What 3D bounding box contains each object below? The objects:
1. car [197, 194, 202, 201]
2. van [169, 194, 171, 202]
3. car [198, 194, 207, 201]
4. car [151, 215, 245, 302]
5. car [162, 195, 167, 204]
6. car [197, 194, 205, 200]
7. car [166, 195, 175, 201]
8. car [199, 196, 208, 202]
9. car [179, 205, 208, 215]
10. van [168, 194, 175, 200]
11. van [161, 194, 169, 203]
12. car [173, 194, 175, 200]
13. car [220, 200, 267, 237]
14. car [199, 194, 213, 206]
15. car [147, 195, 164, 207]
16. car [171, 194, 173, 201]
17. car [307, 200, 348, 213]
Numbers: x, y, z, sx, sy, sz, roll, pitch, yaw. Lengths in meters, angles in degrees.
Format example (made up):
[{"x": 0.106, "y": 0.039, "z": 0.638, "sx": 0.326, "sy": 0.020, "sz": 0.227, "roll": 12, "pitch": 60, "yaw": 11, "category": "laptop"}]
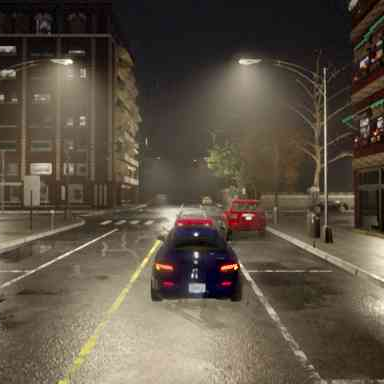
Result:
[{"x": 2.586, "y": 1.590, "z": 72.735, "sx": 2.008, "sy": 1.369, "sz": 4.403, "roll": 1, "pitch": 0, "yaw": 0, "category": "car"}, {"x": -5.781, "y": 1.376, "z": 67.191, "sx": 1.690, "sy": 1.788, "sz": 3.998, "roll": 1, "pitch": 0, "yaw": 0, "category": "van"}, {"x": 2.572, "y": 1.365, "z": 83.812, "sx": 2.192, "sy": 1.841, "sz": 5.009, "roll": 1, "pitch": 0, "yaw": 0, "category": "car"}, {"x": 0.088, "y": 1.527, "z": 8.156, "sx": 1.812, "sy": 1.442, "sz": 4.674, "roll": 0, "pitch": 0, "yaw": 0, "category": "car"}, {"x": -5.768, "y": 1.608, "z": 56.113, "sx": 1.802, "sy": 1.307, "sz": 4.206, "roll": 1, "pitch": 0, "yaw": 0, "category": "car"}, {"x": 2.554, "y": 1.377, "z": 94.887, "sx": 2.192, "sy": 1.841, "sz": 5.009, "roll": 1, "pitch": 0, "yaw": 0, "category": "car"}, {"x": -5.821, "y": 1.607, "z": 89.345, "sx": 2.008, "sy": 1.369, "sz": 4.403, "roll": 1, "pitch": 0, "yaw": 0, "category": "car"}, {"x": 2.577, "y": 1.611, "z": 78.274, "sx": 1.947, "sy": 1.339, "sz": 4.313, "roll": 1, "pitch": 0, "yaw": 0, "category": "car"}, {"x": 0.071, "y": 1.605, "z": 17.900, "sx": 1.895, "sy": 1.301, "sz": 4.718, "roll": 0, "pitch": 0, "yaw": 0, "category": "car"}, {"x": -5.826, "y": 1.403, "z": 94.884, "sx": 1.690, "sy": 1.788, "sz": 3.998, "roll": 1, "pitch": 0, "yaw": 0, "category": "van"}, {"x": -5.772, "y": 1.371, "z": 61.652, "sx": 1.690, "sy": 1.788, "sz": 3.998, "roll": 1, "pitch": 0, "yaw": 0, "category": "van"}, {"x": -5.803, "y": 1.595, "z": 78.268, "sx": 2.008, "sy": 1.369, "sz": 4.403, "roll": 1, "pitch": 0, "yaw": 0, "category": "car"}, {"x": 2.679, "y": 1.320, "z": 18.091, "sx": 2.192, "sy": 1.841, "sz": 5.009, "roll": 1, "pitch": 0, "yaw": 0, "category": "car"}, {"x": 2.613, "y": 1.552, "z": 56.291, "sx": 1.752, "sy": 1.417, "sz": 4.829, "roll": 1, "pitch": 0, "yaw": 0, "category": "car"}, {"x": -5.758, "y": 1.604, "z": 50.576, "sx": 1.802, "sy": 1.307, "sz": 4.206, "roll": 1, "pitch": 0, "yaw": 0, "category": "car"}, {"x": -5.794, "y": 1.621, "z": 72.730, "sx": 1.802, "sy": 1.307, "sz": 4.206, "roll": 1, "pitch": 0, "yaw": 0, "category": "car"}, {"x": 15.153, "y": 1.602, "z": 37.144, "sx": 4.313, "sy": 1.339, "sz": 1.947, "roll": 0, "pitch": -1, "yaw": 0, "category": "car"}]
